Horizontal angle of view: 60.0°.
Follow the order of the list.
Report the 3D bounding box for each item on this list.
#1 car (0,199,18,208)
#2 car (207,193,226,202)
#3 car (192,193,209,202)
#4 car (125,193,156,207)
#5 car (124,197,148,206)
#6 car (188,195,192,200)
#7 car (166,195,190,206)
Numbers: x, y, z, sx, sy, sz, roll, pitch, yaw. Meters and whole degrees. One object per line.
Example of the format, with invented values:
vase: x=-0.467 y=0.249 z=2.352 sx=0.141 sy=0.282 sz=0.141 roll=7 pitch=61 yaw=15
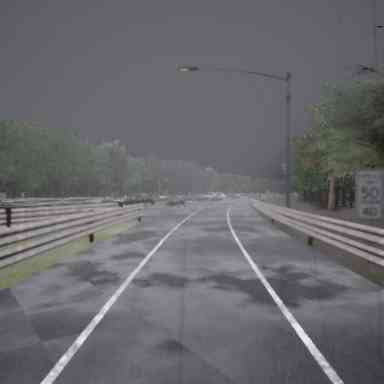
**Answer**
car: x=-17.333 y=1.214 z=28.702 sx=2.097 sy=1.767 sz=4.553 roll=0 pitch=0 yaw=18
car: x=5.781 y=1.553 z=78.048 sx=2.033 sy=1.411 sz=5.357 roll=0 pitch=0 yaw=18
car: x=2.435 y=1.542 z=79.077 sx=2.033 sy=1.411 sz=5.357 roll=0 pitch=0 yaw=18
car: x=-7.279 y=1.166 z=48.671 sx=2.150 sy=2.045 sz=5.566 roll=0 pitch=0 yaw=18
car: x=-9.099 y=1.549 z=54.475 sx=1.895 sy=1.301 sz=4.718 roll=0 pitch=0 yaw=18
car: x=-0.896 y=1.517 z=80.151 sx=2.128 sy=1.511 sz=4.902 roll=0 pitch=0 yaw=18
car: x=-2.434 y=1.569 z=52.346 sx=1.895 sy=1.301 sz=4.718 roll=0 pitch=0 yaw=18
